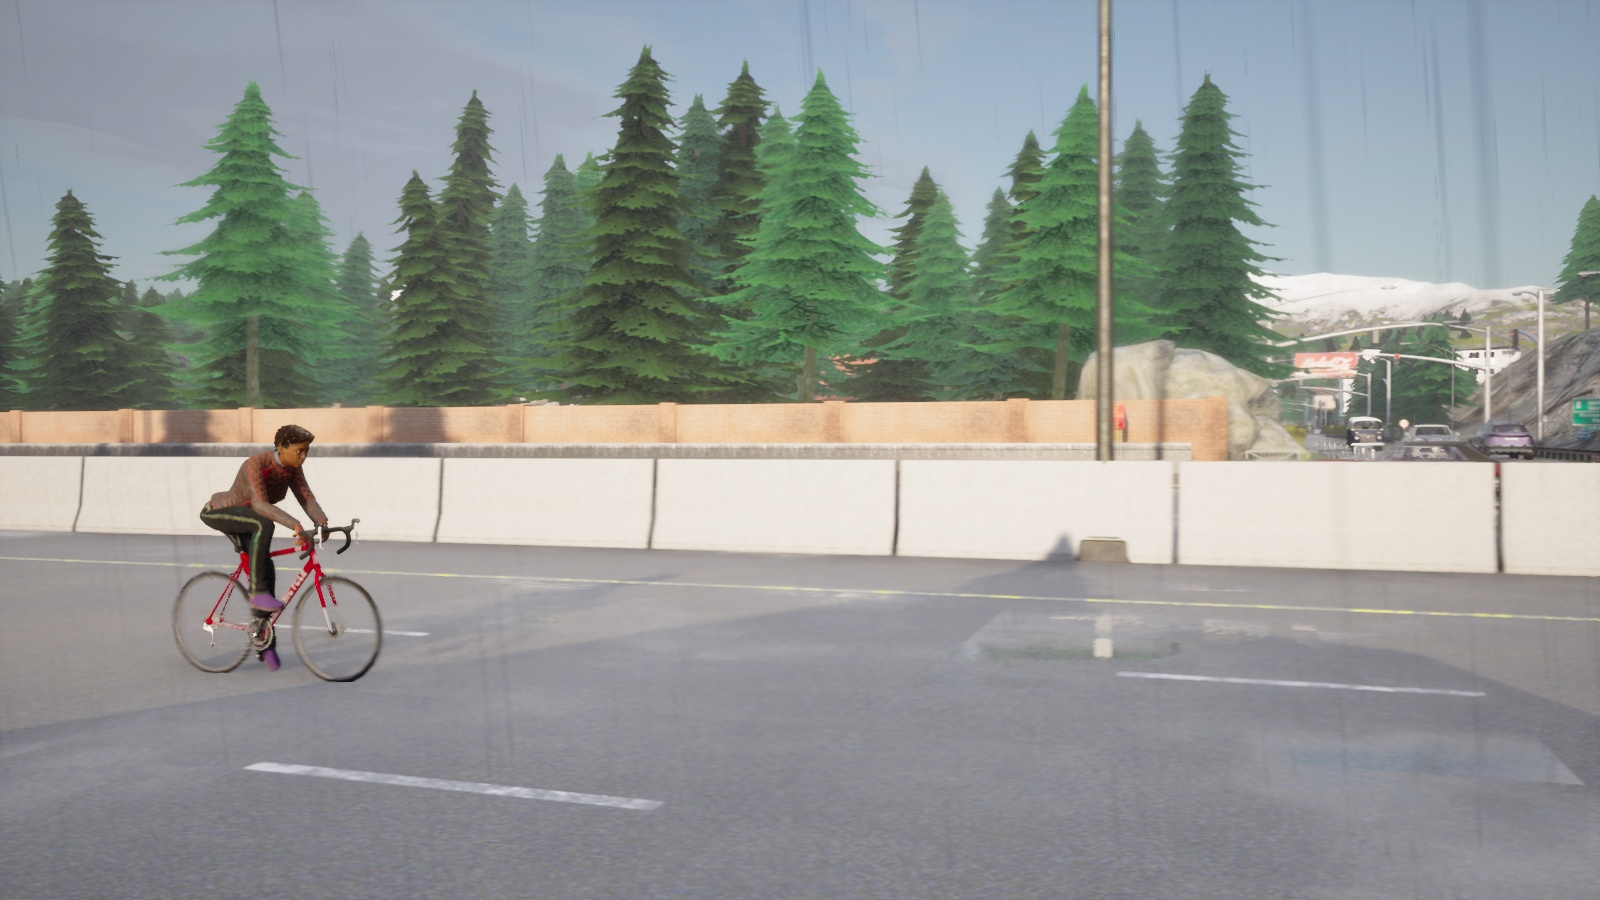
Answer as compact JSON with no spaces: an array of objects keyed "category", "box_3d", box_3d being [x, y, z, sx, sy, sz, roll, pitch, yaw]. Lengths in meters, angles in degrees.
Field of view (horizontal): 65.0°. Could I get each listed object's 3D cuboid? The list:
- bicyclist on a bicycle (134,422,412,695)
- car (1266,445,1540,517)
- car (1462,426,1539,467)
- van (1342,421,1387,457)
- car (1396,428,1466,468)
[{"category":"bicyclist on a bicycle","box_3d":[-3.364,0.638,8.017,1.656,1.620,0.582,1,1,19]},{"category":"car","box_3d":[11.843,0.570,25.057,4.718,1.301,1.895,1,1,19]},{"category":"car","box_3d":[30.015,-0.190,53.947,2.033,1.649,4.856,1,1,19]},{"category":"van","box_3d":[33.477,-0.686,74.584,2.069,2.038,4.480,0,2,19]},{"category":"car","box_3d":[24.663,-0.099,49.208,1.970,1.475,3.806,1,1,19]}]
